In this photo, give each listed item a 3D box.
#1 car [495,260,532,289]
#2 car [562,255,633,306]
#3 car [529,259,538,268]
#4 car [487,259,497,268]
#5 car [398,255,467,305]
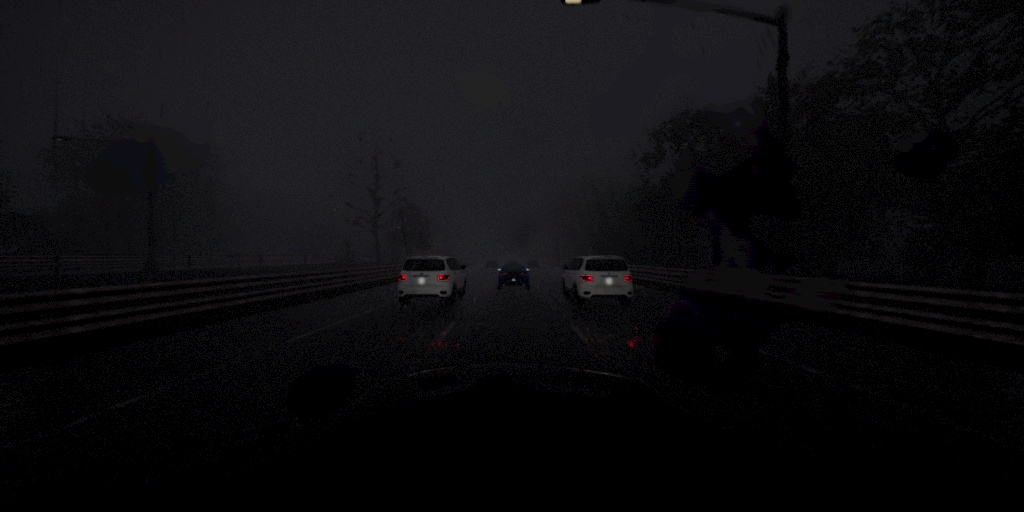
[{"bbox_3d":[0.098,1.245,23.447,1.882,1.535,5.008,0,0,0],"label":"car"},{"bbox_3d":[3.599,0.985,15.971,2.150,2.045,5.566,0,0,0],"label":"car"},{"bbox_3d":[3.592,1.287,62.995,2.128,1.511,4.902,0,0,0],"label":"car"},{"bbox_3d":[-3.408,1.287,63.229,2.128,1.511,4.902,0,0,0],"label":"car"},{"bbox_3d":[-3.401,0.985,16.176,2.150,2.045,5.566,0,0,0],"label":"car"}]
